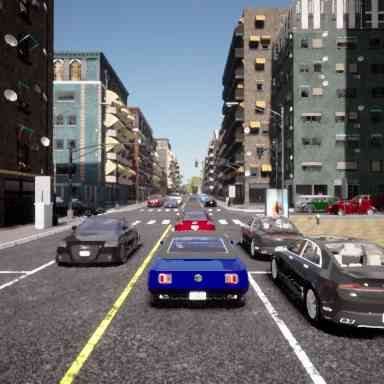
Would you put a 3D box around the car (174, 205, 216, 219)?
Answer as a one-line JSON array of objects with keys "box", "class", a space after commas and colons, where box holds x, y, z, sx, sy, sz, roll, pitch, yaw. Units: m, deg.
[{"box": [0.133, 1.570, 17.149, 1.994, 1.385, 4.181, 0, 0, 0], "class": "car"}]

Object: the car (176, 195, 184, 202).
[{"box": [-2.821, 1.532, 78.999, 1.837, 1.490, 4.892, 0, 0, 0], "class": "car"}]

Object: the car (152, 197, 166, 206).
[{"box": [-5.552, 1.566, 56.294, 1.887, 1.381, 4.507, 1, 0, 0], "class": "car"}]

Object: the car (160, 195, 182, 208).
[{"box": [-2.992, 1.565, 48.647, 2.033, 1.411, 5.357, 0, 0, 1], "class": "car"}]

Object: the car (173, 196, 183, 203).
[{"box": [-2.853, 1.591, 68.590, 1.994, 1.385, 4.181, 0, 0, 0], "class": "car"}]

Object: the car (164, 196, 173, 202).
[{"box": [-5.501, 1.597, 78.578, 1.947, 1.339, 4.313, 1, 0, 0], "class": "car"}]

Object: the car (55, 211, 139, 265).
[{"box": [-3.080, 1.567, 11.540, 1.994, 1.385, 4.181, 0, 0, 0], "class": "car"}]

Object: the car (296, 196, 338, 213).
[{"box": [13.413, 1.272, 34.879, 4.553, 1.767, 2.097, 0, -1, 1], "class": "car"}]

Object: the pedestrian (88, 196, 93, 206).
[{"box": [-12.437, 1.347, 40.663, 0.375, 1.860, 0.375, 0, 0, 1], "class": "pedestrian"}]

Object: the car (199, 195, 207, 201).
[{"box": [2.904, 1.581, 89.661, 1.887, 1.381, 4.507, 1, 0, 0], "class": "car"}]

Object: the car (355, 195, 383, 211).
[{"box": [19.375, 1.228, 37.406, 5.009, 1.841, 2.192, 0, 0, 1], "class": "car"}]

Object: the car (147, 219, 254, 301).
[{"box": [0.118, 1.603, 8.286, 1.895, 1.301, 4.718, 0, 0, 0], "class": "car"}]

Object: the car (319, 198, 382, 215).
[{"box": [13.769, 1.413, 29.077, 4.206, 1.307, 1.802, 0, 0, 1], "class": "car"}]

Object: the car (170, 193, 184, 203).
[{"box": [-2.945, 1.244, 58.648, 2.150, 2.045, 5.566, 0, 0, 1], "class": "car"}]

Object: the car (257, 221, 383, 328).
[{"box": [2.846, 1.553, 6.901, 2.008, 1.369, 4.403, 1, 0, 0], "class": "car"}]

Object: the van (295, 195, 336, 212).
[{"box": [13.848, 1.296, 37.458, 3.998, 1.788, 1.690, 0, 0, 1], "class": "van"}]

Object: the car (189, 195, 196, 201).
[{"box": [0.204, 1.561, 90.095, 1.812, 1.442, 4.674, 0, 0, 0], "class": "car"}]

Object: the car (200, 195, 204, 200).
[{"box": [2.828, 1.603, 56.234, 1.802, 1.307, 4.206, 1, 0, 0], "class": "car"}]

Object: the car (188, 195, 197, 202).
[{"box": [0.171, 1.555, 75.823, 2.128, 1.511, 4.902, 0, 0, 0], "class": "car"}]

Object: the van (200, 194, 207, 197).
[{"box": [2.882, 1.373, 78.520, 1.690, 1.788, 3.998, 1, 0, 0], "class": "van"}]

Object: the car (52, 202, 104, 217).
[{"box": [-11.028, 1.605, 31.447, 5.357, 1.411, 2.033, -1, -1, 7], "class": "car"}]

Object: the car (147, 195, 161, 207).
[{"box": [-5.561, 1.334, 50.723, 2.192, 1.841, 5.009, 1, 0, 0], "class": "car"}]

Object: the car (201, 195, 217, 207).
[{"box": [2.815, 1.585, 50.664, 1.947, 1.339, 4.313, 1, 0, 0], "class": "car"}]

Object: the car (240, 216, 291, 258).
[{"box": [2.858, 1.555, 12.470, 2.008, 1.369, 4.403, 1, 0, 0], "class": "car"}]
